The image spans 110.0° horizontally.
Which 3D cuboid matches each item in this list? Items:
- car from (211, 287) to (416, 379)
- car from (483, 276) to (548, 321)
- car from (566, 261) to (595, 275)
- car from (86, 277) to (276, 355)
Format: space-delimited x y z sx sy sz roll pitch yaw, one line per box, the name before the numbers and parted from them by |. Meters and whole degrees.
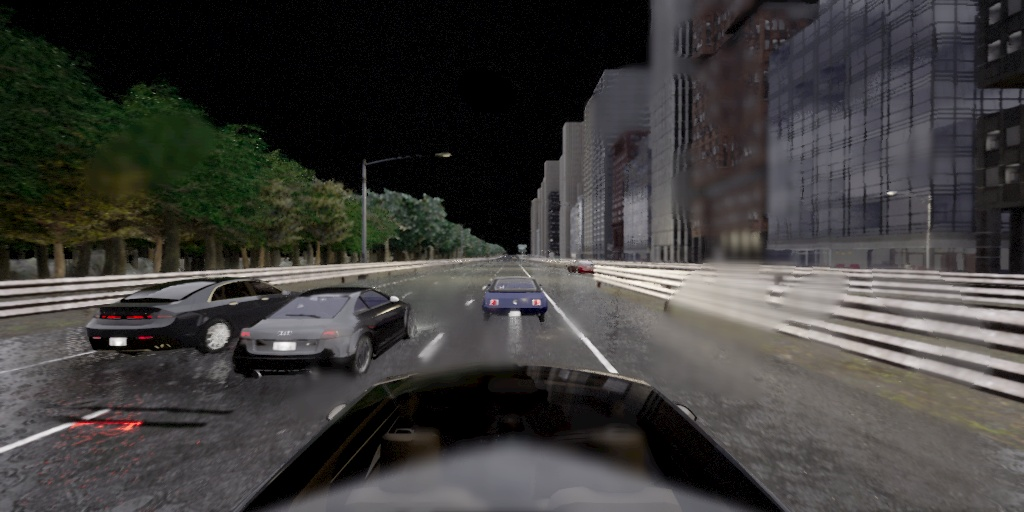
car | -3.400 1.315 7.363 1.994 1.385 4.181 0 0 0
car | 0.096 1.354 12.429 1.895 1.301 4.718 0 0 0
car | 7.686 1.294 40.394 2.163 1.488 4.792 0 0 -11
car | -6.900 1.257 8.704 1.837 1.490 4.892 0 0 0
